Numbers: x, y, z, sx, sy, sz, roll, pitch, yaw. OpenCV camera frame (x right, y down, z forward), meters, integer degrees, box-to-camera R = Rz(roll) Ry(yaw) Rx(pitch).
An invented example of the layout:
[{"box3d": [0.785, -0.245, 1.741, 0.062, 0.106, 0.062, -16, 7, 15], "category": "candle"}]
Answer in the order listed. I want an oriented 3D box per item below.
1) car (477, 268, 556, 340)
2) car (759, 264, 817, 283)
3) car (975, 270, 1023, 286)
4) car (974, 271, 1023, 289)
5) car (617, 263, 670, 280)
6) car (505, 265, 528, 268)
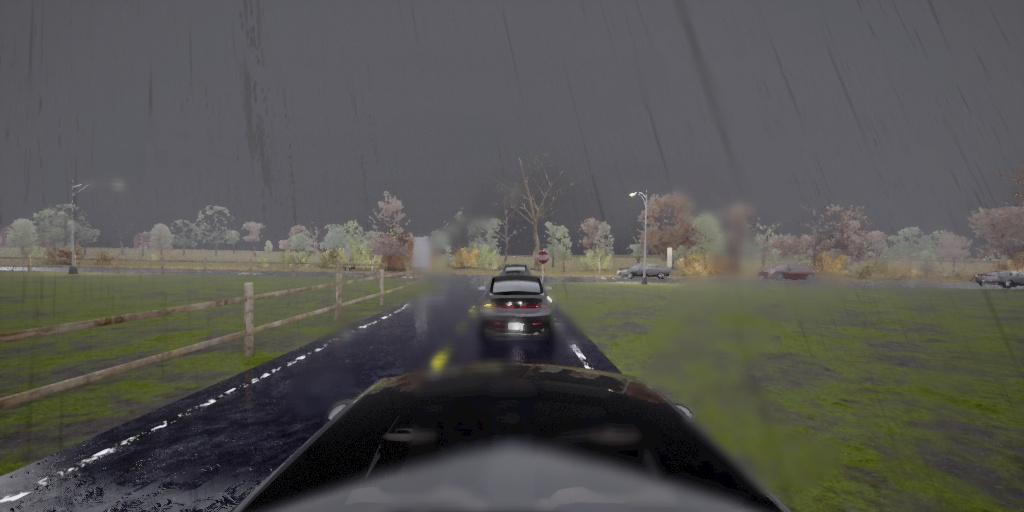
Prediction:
[{"box3d": [0.100, 1.253, 10.001, 1.837, 1.490, 4.892, 0, 0, 0], "category": "car"}, {"box3d": [26.665, 1.579, 34.753, 4.553, 1.767, 2.097, 1, 1, 0], "category": "car"}, {"box3d": [48.225, 2.128, 34.625, 4.674, 1.442, 1.812, 1, 1, 0], "category": "car"}, {"box3d": [44.322, 2.070, 31.827, 4.902, 1.511, 2.128, 1, 1, 1], "category": "car"}, {"box3d": [12.726, 1.468, 34.749, 4.902, 1.511, 2.128, 1, 1, -1], "category": "car"}, {"box3d": [0.296, 1.251, 21.619, 1.837, 1.490, 4.892, 0, 0, 3], "category": "car"}]
